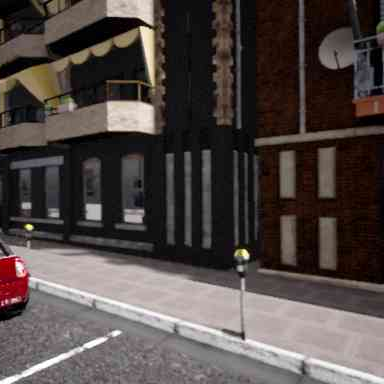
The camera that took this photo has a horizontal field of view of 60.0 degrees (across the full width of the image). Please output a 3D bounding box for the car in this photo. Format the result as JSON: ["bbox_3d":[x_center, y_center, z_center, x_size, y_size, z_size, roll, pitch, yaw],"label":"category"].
[{"bbox_3d":[-4.993,1.397,6.454,4.097,1.590,1.967,0,-1,36],"label":"car"}]
